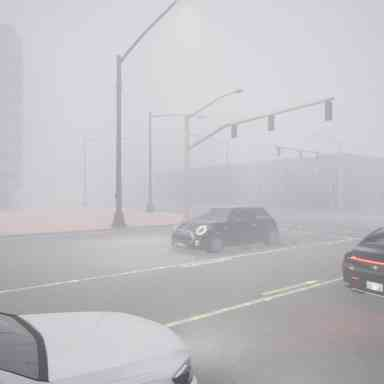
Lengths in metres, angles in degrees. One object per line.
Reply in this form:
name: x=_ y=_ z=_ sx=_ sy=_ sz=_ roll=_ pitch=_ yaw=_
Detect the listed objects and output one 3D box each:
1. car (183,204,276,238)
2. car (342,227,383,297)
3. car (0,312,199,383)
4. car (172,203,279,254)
car: x=2.153 y=1.491 z=18.381 sx=4.902 sy=1.511 sz=2.128 roll=0 pitch=0 yaw=-35
car: x=5.376 y=1.505 z=7.574 sx=4.892 sy=1.490 sz=1.837 roll=0 pitch=0 yaw=-35
car: x=-2.103 y=1.526 z=2.248 sx=4.674 sy=1.442 sz=1.812 roll=0 pitch=0 yaw=-35
car: x=1.409 y=1.352 z=13.564 sx=4.553 sy=1.767 sz=2.097 roll=0 pitch=0 yaw=-35
